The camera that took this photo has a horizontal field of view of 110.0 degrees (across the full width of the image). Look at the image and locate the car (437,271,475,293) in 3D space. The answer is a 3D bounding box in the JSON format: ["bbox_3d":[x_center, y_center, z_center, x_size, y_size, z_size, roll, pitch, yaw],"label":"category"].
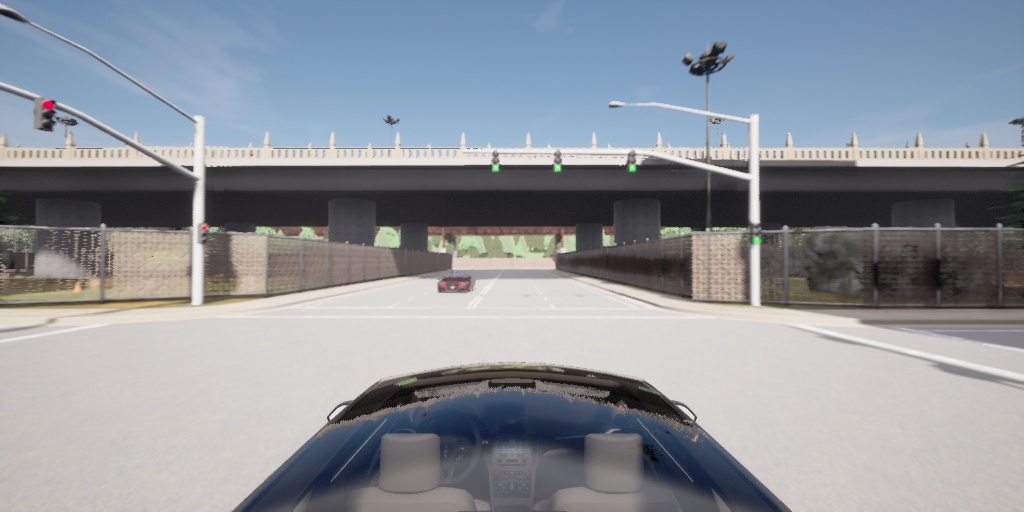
[{"bbox_3d":[-3.496,1.646,23.050,1.994,1.385,4.181,0,0,0],"label":"car"}]
